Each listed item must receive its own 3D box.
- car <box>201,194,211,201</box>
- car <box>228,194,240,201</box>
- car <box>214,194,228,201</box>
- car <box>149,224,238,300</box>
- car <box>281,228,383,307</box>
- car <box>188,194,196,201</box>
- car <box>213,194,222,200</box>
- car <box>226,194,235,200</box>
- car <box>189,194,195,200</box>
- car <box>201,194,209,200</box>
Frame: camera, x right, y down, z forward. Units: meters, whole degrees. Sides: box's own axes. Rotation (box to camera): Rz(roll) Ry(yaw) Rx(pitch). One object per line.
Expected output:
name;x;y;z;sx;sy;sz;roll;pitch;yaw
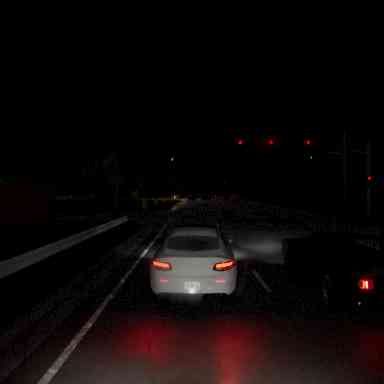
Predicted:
car;3.512;1.327;81.161;2.097;1.767;4.553;0;0;0
car;10.512;1.449;80.773;1.882;1.535;5.008;0;0;0
car;7.012;1.327;81.160;2.097;1.767;4.553;0;0;0
car;0.075;1.524;8.297;1.812;1.442;4.674;0;0;2
car;3.564;1.599;7.905;1.895;1.301;4.718;0;0;0
car;0.012;1.511;80.774;2.033;1.411;5.357;0;0;0
car;7.013;1.334;91.193;2.128;1.511;4.902;0;0;0
car;10.513;1.287;91.193;1.882;1.535;5.008;0;0;0
car;0.013;1.309;91.194;1.837;1.490;4.892;0;0;0
car;3.513;1.334;91.194;2.128;1.511;4.902;0;0;0
